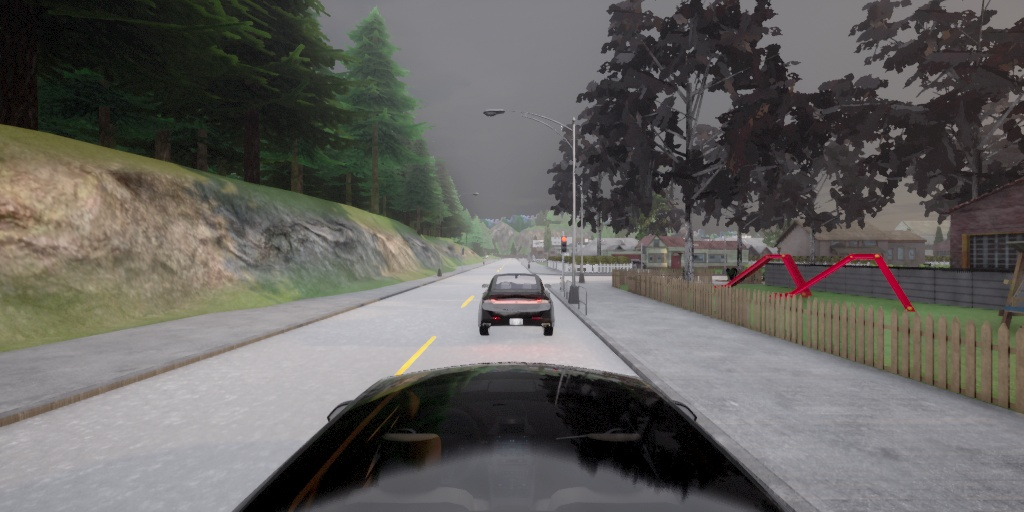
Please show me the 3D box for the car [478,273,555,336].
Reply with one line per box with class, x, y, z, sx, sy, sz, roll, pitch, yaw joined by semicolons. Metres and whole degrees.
car;0.125;1.242;10.364;2.128;1.511;4.902;0;0;1
